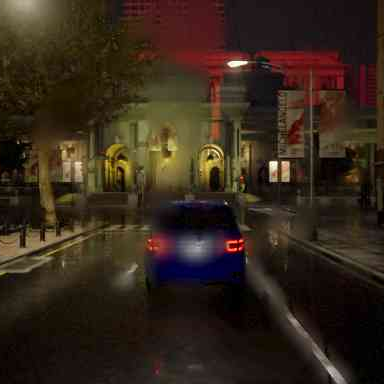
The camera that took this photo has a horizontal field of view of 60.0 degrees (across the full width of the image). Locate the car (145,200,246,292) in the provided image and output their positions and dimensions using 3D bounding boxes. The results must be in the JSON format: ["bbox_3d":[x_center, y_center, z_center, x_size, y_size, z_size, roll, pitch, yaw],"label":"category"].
[{"bbox_3d":[0.099,1.221,9.078,2.150,2.045,5.566,0,0,1],"label":"car"}]
